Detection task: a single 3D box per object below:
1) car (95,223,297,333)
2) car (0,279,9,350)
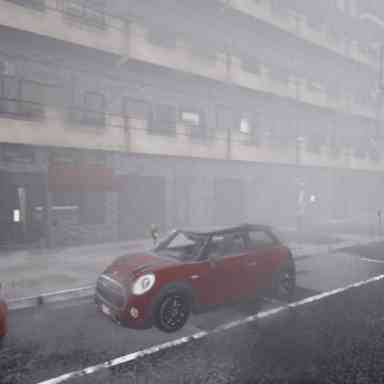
[{"bbox_3d":[0.192,1.413,6.687,4.097,1.590,1.967,-1,1,-35],"label":"car"},{"bbox_3d":[-4.440,1.558,3.386,4.507,1.381,1.887,-1,1,-35],"label":"car"}]
